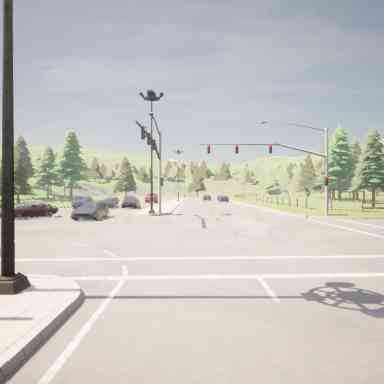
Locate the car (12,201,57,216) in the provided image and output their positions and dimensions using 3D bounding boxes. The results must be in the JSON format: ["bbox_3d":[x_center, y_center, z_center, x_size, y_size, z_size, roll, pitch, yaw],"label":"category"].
[{"bbox_3d":[-15.571,1.601,33.229,1.895,1.301,4.718,0,0,7],"label":"car"}]

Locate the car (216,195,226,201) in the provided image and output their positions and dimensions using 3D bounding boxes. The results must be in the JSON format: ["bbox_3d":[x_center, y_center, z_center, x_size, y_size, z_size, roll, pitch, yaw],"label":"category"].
[{"bbox_3d":[7.320,1.525,84.279,2.128,1.511,4.902,0,0,2],"label":"car"}]

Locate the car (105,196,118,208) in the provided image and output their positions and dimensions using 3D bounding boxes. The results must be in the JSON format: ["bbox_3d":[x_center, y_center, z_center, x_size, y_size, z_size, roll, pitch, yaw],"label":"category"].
[{"bbox_3d":[-11.563,1.563,45.863,1.994,1.385,4.181,0,0,0],"label":"car"}]

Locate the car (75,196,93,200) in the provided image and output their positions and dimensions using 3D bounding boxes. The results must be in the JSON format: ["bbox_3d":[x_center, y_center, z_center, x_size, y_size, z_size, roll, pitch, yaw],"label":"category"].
[{"bbox_3d":[-15.062,1.351,46.272,2.097,1.767,4.553,0,0,0],"label":"car"}]

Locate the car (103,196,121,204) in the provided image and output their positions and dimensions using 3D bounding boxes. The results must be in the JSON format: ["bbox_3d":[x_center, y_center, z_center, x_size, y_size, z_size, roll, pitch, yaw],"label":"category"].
[{"bbox_3d":[-14.994,1.547,62.849,2.033,1.411,5.357,0,0,1],"label":"car"}]

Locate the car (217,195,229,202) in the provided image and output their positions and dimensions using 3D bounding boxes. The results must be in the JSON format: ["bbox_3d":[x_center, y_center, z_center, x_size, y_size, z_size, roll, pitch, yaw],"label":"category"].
[{"bbox_3d":[7.095,1.478,73.875,1.882,1.535,5.008,0,0,1],"label":"car"}]

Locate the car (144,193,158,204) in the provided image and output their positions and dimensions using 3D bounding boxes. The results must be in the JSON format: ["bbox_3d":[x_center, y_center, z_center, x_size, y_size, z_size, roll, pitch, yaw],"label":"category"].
[{"bbox_3d":[-7.977,1.223,65.788,2.150,2.045,5.566,0,0,1],"label":"car"}]

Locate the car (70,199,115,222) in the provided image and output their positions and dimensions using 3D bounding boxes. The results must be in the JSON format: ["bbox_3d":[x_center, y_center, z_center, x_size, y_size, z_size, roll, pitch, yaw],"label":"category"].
[{"bbox_3d":[-8.079,1.547,26.977,2.033,1.411,5.357,0,0,0],"label":"car"}]

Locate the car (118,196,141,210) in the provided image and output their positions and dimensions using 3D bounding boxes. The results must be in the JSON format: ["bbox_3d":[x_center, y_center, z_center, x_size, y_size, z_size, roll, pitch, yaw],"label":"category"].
[{"bbox_3d":[-8.062,1.477,44.231,1.882,1.535,5.008,0,0,0],"label":"car"}]

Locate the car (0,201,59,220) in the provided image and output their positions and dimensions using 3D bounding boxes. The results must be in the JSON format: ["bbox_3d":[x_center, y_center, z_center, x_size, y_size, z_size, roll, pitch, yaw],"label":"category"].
[{"bbox_3d":[-13.762,1.601,27.869,1.895,1.301,4.718,0,0,31],"label":"car"}]

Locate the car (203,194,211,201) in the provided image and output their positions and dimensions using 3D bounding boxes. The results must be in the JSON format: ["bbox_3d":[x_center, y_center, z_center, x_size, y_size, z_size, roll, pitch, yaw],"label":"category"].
[{"bbox_3d":[3.812,1.355,84.021,2.097,1.767,4.553,0,0,2],"label":"car"}]

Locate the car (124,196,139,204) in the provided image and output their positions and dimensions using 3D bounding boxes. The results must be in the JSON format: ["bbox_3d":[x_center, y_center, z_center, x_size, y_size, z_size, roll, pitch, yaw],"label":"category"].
[{"bbox_3d":[-11.497,1.477,63.287,1.882,1.535,5.008,0,0,1],"label":"car"}]

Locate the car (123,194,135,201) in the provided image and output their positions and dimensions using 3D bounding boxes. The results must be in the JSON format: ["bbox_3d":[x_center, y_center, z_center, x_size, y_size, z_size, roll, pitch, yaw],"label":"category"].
[{"bbox_3d":[-14.830,1.283,78.665,1.994,1.385,4.181,0,0,1],"label":"car"}]
